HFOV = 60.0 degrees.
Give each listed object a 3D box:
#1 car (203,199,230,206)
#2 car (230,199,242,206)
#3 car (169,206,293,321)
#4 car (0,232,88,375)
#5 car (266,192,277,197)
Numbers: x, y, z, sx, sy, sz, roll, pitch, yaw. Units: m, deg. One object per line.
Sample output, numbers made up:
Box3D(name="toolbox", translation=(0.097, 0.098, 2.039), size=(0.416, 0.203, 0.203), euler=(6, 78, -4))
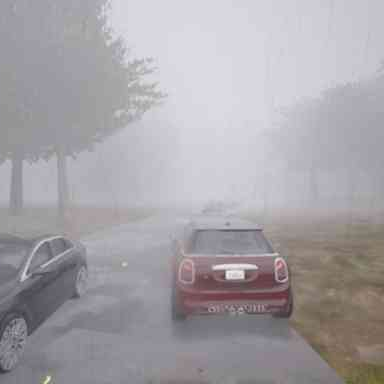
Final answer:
Box3D(name="car", translation=(2.439, 1.623, 35.783), size=(2.033, 1.411, 5.357), euler=(0, 0, 15))
Box3D(name="car", translation=(5.437, 1.634, 45.658), size=(1.895, 1.301, 4.718), euler=(0, 0, 22))
Box3D(name="car", translation=(0.576, 1.369, 7.533), size=(2.097, 1.767, 4.553), euler=(0, 0, -3))
Box3D(name="car", translation=(-3.187, 1.505, 5.639), size=(2.128, 1.511, 4.902), euler=(0, 0, -2))
Box3D(name="car", translation=(18.876, 0.715, 78.380), size=(1.882, 1.535, 5.008), euler=(0, 1, 29))
